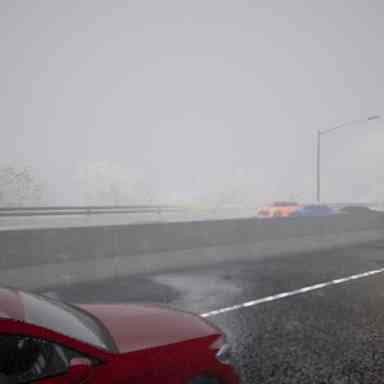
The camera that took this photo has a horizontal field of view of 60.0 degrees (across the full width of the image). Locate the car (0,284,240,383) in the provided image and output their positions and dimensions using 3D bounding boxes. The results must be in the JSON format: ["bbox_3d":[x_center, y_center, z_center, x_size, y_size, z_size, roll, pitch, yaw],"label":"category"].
[{"bbox_3d":[-1.722,1.526,2.643,4.674,1.442,1.812,1,0,-35],"label":"car"}]

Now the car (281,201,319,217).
[{"bbox_3d":[10.176,1.754,28.194,5.008,1.535,1.882,1,0,-35],"label":"car"}]

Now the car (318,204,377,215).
[{"bbox_3d":[12.117,1.754,25.281,5.008,1.535,1.882,1,0,-35],"label":"car"}]

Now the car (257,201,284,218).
[{"bbox_3d":[8.177,1.628,31.066,4.553,1.767,2.097,1,0,-35],"label":"car"}]
